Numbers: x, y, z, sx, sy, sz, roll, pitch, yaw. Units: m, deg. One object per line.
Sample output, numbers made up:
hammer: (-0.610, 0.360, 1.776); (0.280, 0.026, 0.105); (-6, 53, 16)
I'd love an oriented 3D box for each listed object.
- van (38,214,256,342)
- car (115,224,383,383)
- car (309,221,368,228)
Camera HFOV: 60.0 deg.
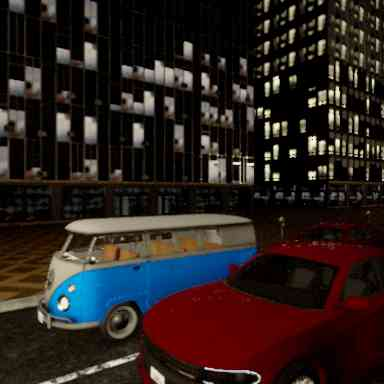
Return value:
van: (-0.541, 1.341, 6.174); (3.998, 1.788, 1.690); (0, 0, -35)
car: (1.709, 1.477, 4.598); (5.008, 1.535, 1.882); (0, 0, -35)
car: (4.074, 1.543, 9.464); (4.507, 1.381, 1.887); (0, 0, -35)
